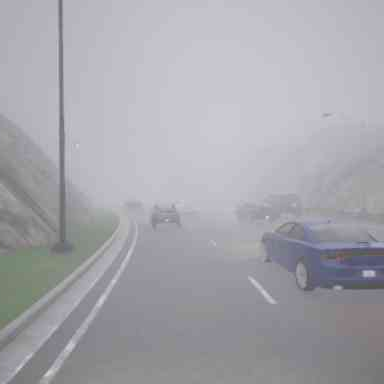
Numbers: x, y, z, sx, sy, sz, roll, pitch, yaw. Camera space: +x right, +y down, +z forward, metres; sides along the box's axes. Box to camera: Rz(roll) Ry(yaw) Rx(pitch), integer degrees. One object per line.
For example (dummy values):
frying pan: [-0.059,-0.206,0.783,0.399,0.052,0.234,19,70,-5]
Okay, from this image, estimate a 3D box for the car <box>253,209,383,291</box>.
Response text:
car: [3.300,1.449,8.987,1.882,1.535,5.008,0,0,-4]

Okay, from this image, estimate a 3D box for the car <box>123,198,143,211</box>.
car: [-7.731,1.575,43.222,1.882,1.535,5.008,0,0,-21]

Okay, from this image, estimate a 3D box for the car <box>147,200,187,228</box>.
car: [-1.937,1.522,22.617,2.128,1.511,4.902,0,0,-10]

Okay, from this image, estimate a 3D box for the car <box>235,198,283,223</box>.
car: [4.724,1.470,25.163,1.837,1.490,4.892,0,0,-11]

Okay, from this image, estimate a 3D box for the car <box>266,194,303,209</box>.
car: [7.540,1.161,29.094,2.150,2.045,5.566,0,0,-13]

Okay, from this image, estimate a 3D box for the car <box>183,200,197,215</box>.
car: [-0.831,1.550,33.625,1.812,1.442,4.674,0,0,-15]
